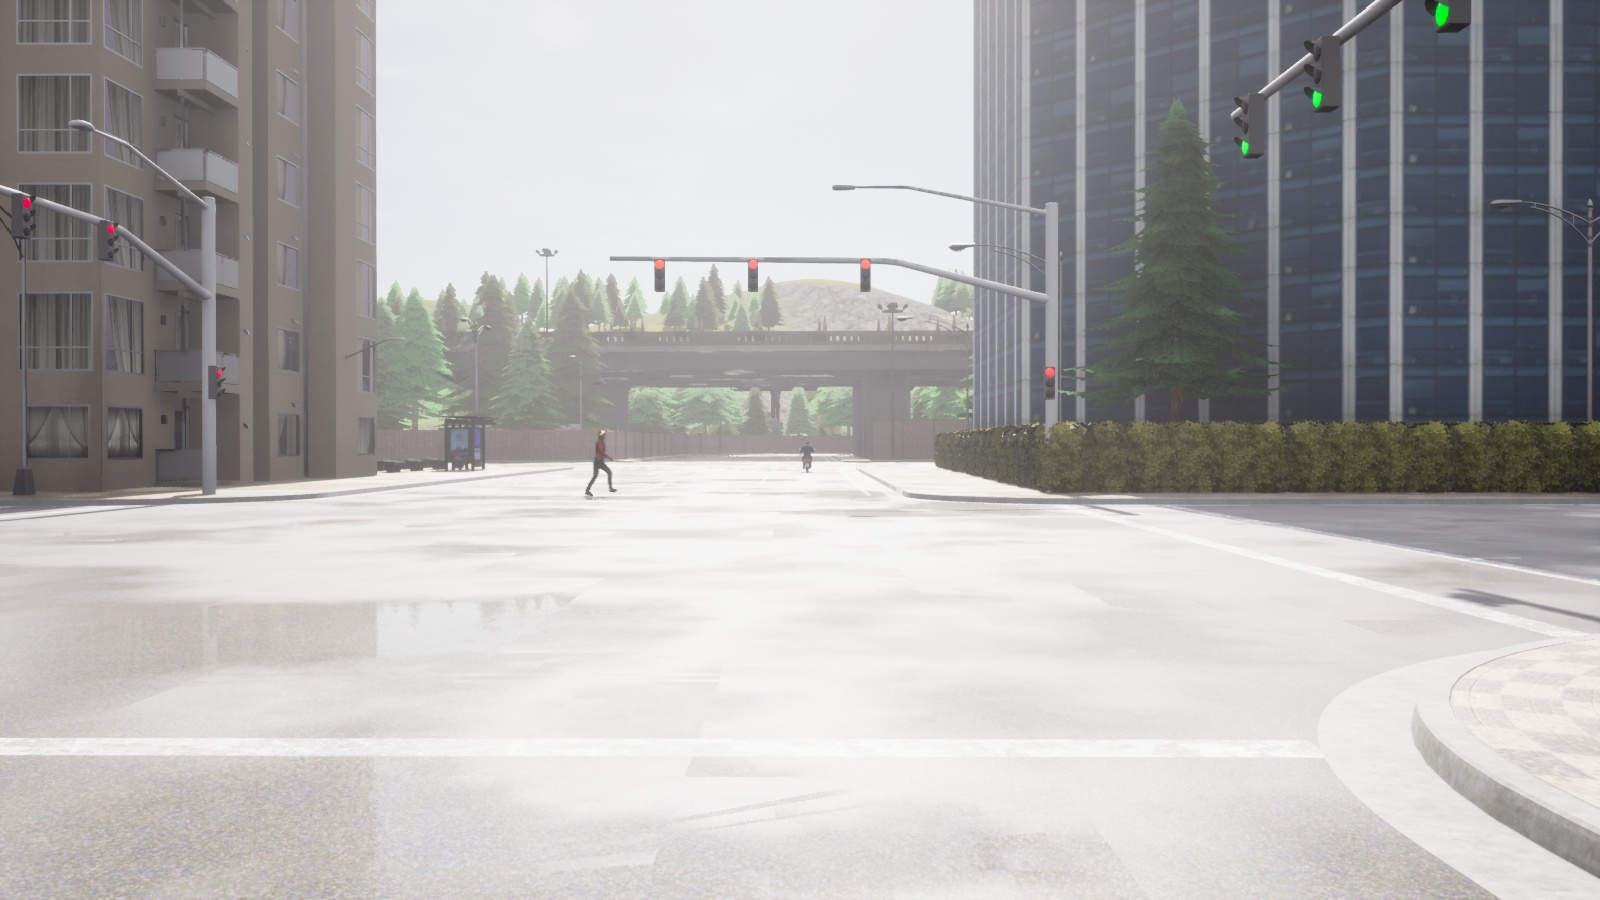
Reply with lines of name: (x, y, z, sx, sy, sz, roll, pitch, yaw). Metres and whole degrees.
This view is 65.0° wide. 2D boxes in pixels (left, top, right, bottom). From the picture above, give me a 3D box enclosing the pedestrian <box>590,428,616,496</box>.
pedestrian: (-5.406, 0.316, 34.435, 0.636, 1.846, 0.331, 0, 0, 7)
